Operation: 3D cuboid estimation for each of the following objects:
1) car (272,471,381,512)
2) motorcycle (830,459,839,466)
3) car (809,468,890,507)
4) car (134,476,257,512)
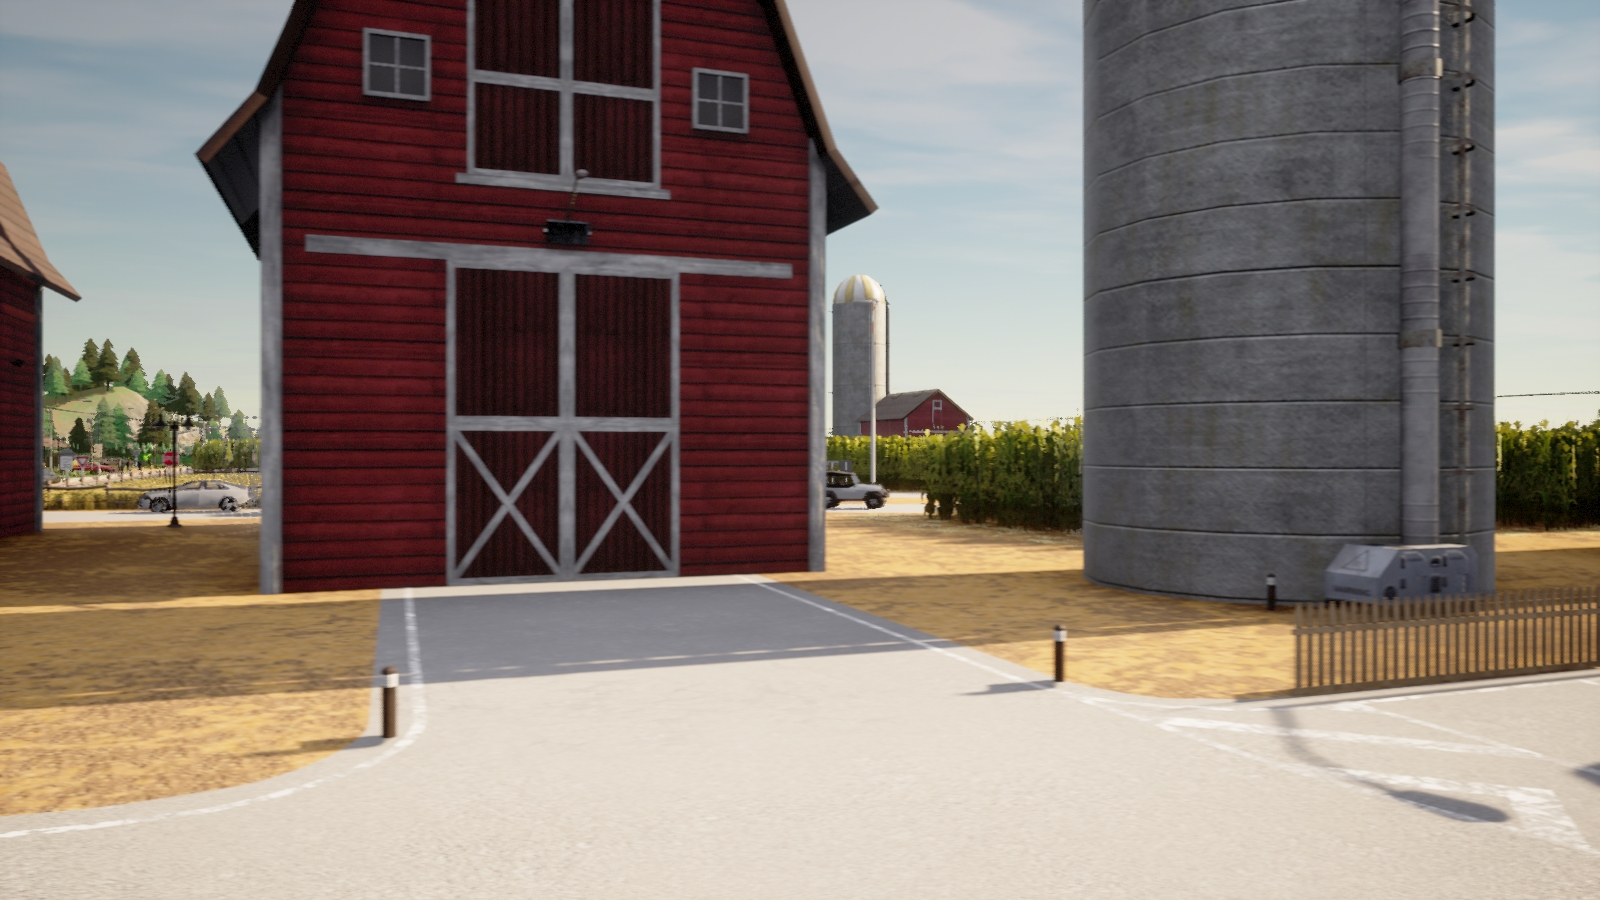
[{"bbox_3d":[-21.901,1.905,52.988,4.553,1.767,2.097,0,0,-21],"label":"car"},{"bbox_3d":[5.997,2.154,200.082,0.764,1.307,2.356,0,0,-21],"label":"motorcycle"},{"bbox_3d":[2.491,1.857,57.007,3.866,1.878,1.905,0,0,10],"label":"car"},{"bbox_3d":[-28.413,2.047,53.887,4.902,1.511,2.128,0,0,-21],"label":"car"}]
